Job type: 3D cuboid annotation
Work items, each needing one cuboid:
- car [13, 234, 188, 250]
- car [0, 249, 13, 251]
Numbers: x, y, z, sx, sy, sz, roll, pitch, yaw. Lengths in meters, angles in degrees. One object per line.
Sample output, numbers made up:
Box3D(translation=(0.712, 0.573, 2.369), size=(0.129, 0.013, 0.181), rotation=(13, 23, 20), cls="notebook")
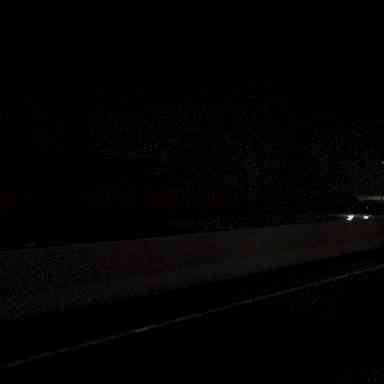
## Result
Box3D(translation=(-2.563, 1.553, 10.762), size=(5.357, 1.411, 2.033), rotation=(0, 0, -36), cls="car")
Box3D(translation=(-6.344, 1.603, 12.363), size=(4.718, 1.301, 1.895), rotation=(0, 0, -36), cls="car")
